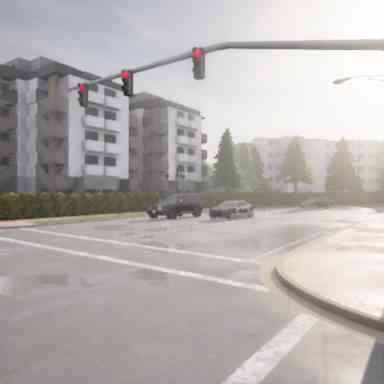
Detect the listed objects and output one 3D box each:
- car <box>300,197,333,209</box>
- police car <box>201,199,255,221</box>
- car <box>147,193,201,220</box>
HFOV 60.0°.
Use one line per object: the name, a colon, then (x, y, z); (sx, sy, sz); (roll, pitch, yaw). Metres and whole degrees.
car: (16.349, 1.442, 43.778); (4.902, 1.511, 2.128); (0, 0, -28)
police car: (3.257, 1.373, 27.117); (1.930, 1.638, 5.238); (0, 0, 38)
car: (-1.258, 1.150, 27.646); (2.150, 2.045, 5.566); (0, 0, 37)
